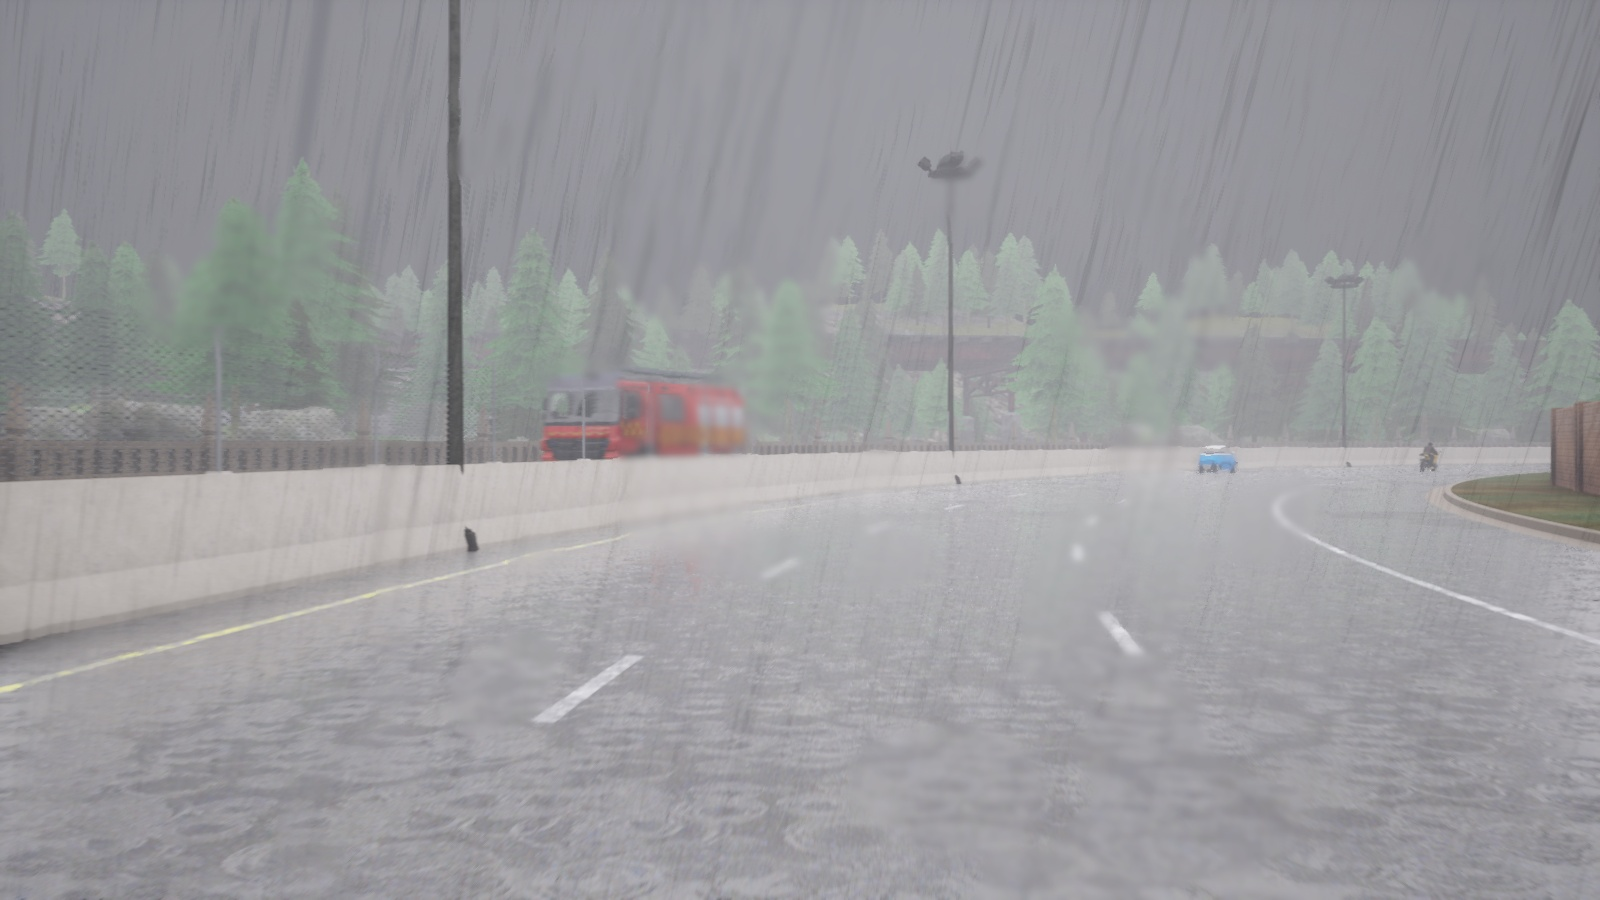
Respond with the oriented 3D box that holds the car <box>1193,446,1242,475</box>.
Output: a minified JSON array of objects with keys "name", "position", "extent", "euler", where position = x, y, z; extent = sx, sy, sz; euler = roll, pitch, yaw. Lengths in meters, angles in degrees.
[{"name":"car","position":[20.304,0.485,61.043],"extent":[1.481,1.376,2.207],"euler":[0,0,42]}]

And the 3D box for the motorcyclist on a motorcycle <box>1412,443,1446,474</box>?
[{"name":"motorcyclist on a motorcycle","position":[31.312,0.420,62.509],"extent":[2.044,1.523,0.797],"euler":[0,2,-43]}]

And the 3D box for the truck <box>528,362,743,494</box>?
[{"name":"truck","position":[-5.050,-0.655,40.669],"extent":[2.891,3.827,8.468],"euler":[0,0,24]}]
